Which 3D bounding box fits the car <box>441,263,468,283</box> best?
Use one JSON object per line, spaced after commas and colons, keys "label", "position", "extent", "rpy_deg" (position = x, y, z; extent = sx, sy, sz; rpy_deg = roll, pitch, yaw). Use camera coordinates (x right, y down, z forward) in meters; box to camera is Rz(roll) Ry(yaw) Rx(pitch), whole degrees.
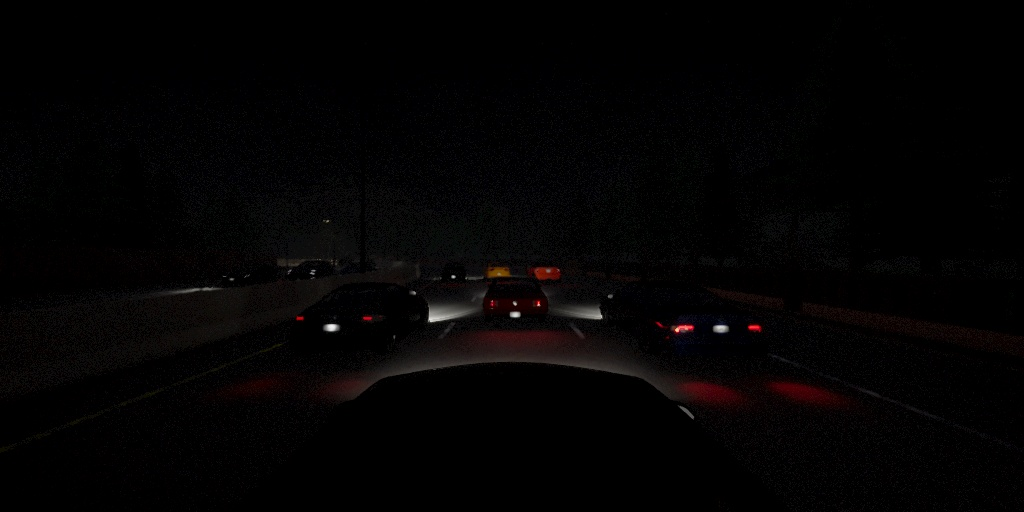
{"label": "car", "position": [-4.672, 1.297, 29.033], "extent": [1.837, 1.490, 4.892], "rpy_deg": [0, 0, -8]}

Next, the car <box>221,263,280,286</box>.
{"label": "car", "position": [-18.467, 1.293, 25.600], "extent": [1.837, 1.490, 4.892], "rpy_deg": [1, 0, -8]}

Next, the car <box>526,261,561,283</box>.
{"label": "car", "position": [2.421, 1.143, 28.643], "extent": [2.097, 1.767, 4.553], "rpy_deg": [0, 0, -7]}

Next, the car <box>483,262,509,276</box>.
{"label": "car", "position": [-1.365, 1.272, 30.494], "extent": [1.882, 1.535, 5.008], "rpy_deg": [0, 0, -9]}

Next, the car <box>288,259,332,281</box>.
{"label": "car", "position": [-15.206, 1.141, 27.220], "extent": [2.097, 1.767, 4.553], "rpy_deg": [0, 0, -9]}

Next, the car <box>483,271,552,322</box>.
{"label": "car", "position": [0.073, 1.367, 12.325], "extent": [1.895, 1.301, 4.718], "rpy_deg": [0, 0, -1]}

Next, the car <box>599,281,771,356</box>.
{"label": "car", "position": [3.598, 1.308, 8.685], "extent": [2.033, 1.411, 5.357], "rpy_deg": [0, 0, 0]}

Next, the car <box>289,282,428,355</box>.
{"label": "car", "position": [-3.402, 1.325, 8.765], "extent": [1.994, 1.385, 4.181], "rpy_deg": [0, 0, 0]}

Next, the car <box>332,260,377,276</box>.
{"label": "car", "position": [-11.638, 1.267, 27.222], "extent": [1.882, 1.535, 5.008], "rpy_deg": [0, 0, -9]}
